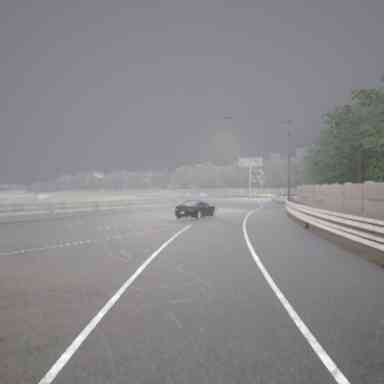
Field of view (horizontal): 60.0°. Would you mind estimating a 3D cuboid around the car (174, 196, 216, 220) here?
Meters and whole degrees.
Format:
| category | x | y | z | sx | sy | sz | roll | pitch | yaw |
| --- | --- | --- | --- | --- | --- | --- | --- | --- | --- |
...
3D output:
| category | x | y | z | sx | sy | sz | roll | pitch | yaw |
| --- | --- | --- | --- | --- | --- | --- | --- | --- | --- |
| car | 0.376 | 1.405 | 27.384 | 1.882 | 1.535 | 5.008 | 0 | 0 | 27 |
